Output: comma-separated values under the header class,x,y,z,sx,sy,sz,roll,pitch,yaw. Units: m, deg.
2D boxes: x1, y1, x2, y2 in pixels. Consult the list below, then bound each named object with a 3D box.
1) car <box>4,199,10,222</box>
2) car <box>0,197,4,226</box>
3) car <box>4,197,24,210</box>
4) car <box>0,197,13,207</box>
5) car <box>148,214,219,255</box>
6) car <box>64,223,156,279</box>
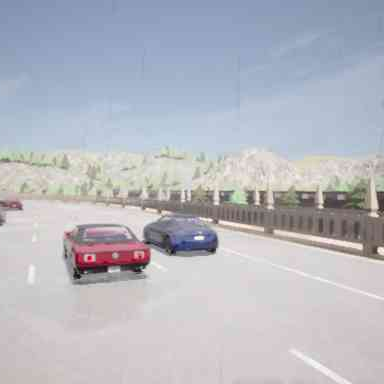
class,x,y,z,sx,sy,sz,roll,pitch,yaw
car,-13.188,1.405,21.566,1.812,1.442,4.674,1,0,-25
car,-10.663,1.249,16.090,2.097,1.767,4.553,1,0,-25
car,-20.902,1.350,38.809,1.812,1.442,4.674,1,0,-32
car,-27.718,1.357,48.390,1.895,1.301,4.718,1,0,-41
car,-0.582,1.603,13.674,1.994,1.385,4.181,1,0,-25
car,-2.820,1.594,10.170,1.895,1.301,4.718,1,0,-25
